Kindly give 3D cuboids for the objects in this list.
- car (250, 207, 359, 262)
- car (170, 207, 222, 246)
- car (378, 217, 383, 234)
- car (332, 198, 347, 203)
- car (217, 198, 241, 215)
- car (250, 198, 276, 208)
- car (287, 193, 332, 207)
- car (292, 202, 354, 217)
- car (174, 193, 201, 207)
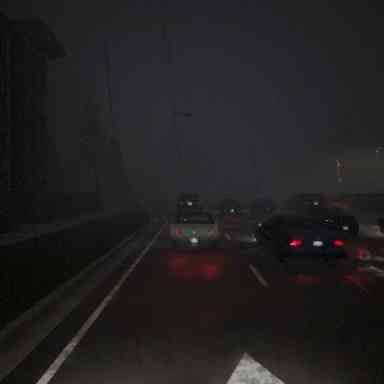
[{"bbox_3d":[3.588,1.504,11.959,2.033,1.411,5.357,0,0,0],"label":"car"},{"bbox_3d":[0.094,1.546,14.914,1.895,1.301,4.718,0,0,0],"label":"car"},{"bbox_3d":[10.595,1.545,15.206,1.895,1.301,4.718,0,0,0],"label":"car"},{"bbox_3d":[14.104,1.354,33.591,1.882,1.535,5.008,0,0,0],"label":"car"},{"bbox_3d":[3.602,1.387,32.095,1.837,1.490,4.892,0,0,0],"label":"car"},{"bbox_3d":[7.104,1.354,33.603,1.882,1.535,5.008,0,0,0],"label":"car"},{"bbox_3d":[10.603,1.108,31.056,2.150,2.045,5.566,0,0,0],"label":"car"},{"bbox_3d":[7.088,1.461,17.662,1.812,1.442,4.674,0,0,0],"label":"car"},{"bbox_3d":[-0.414,1.108,31.008,2.150,2.045,5.566,0,0,-5],"label":"car"}]
